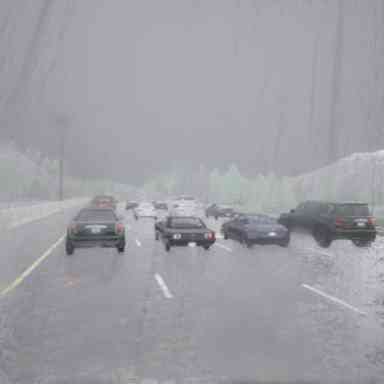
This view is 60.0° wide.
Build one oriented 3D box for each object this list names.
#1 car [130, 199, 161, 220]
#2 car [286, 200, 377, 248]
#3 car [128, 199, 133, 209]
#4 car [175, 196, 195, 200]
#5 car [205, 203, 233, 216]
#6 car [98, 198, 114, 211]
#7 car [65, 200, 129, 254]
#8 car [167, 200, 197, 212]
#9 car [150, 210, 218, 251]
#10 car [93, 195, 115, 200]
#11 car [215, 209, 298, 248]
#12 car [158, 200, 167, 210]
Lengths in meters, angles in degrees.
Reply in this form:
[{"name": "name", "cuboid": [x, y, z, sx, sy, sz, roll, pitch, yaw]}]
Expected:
[{"name": "car", "cuboid": [-4.183, 1.666, 29.518, 1.812, 1.442, 4.674, 1, 0, -14]}, {"name": "car", "cuboid": [6.305, 1.422, 16.283, 2.150, 2.045, 5.566, 1, 0, -14]}, {"name": "car", "cuboid": [-7.718, 1.711, 43.777, 1.812, 1.442, 4.674, 1, 0, -14]}, {"name": "car", "cuboid": [-0.926, 1.517, 45.490, 2.150, 2.045, 5.566, 1, 0, -14]}, {"name": "car", "cuboid": [2.611, 1.782, 31.200, 1.812, 1.442, 4.674, 1, 0, -14]}, {"name": "car", "cuboid": [-11.114, 1.604, 42.936, 1.882, 1.535, 5.008, 1, 0, -14]}, {"name": "car", "cuboid": [-3.902, 1.386, 13.828, 2.097, 1.767, 4.553, 1, -1, -14]}, {"name": "car", "cuboid": [-0.785, 1.724, 30.353, 1.812, 1.442, 4.674, 1, 0, -14]}, {"name": "car", "cuboid": [-0.516, 1.696, 14.693, 1.895, 1.301, 4.718, 1, 0, -14]}, {"name": "car", "cuboid": [-7.493, 1.297, 28.335, 2.150, 2.045, 5.566, 1, 0, -14]}, {"name": "car", "cuboid": [2.841, 1.716, 15.704, 1.994, 1.385, 4.181, 1, 0, -14]}, {"name": "car", "cuboid": [-4.321, 1.769, 44.618, 1.812, 1.442, 4.674, 1, 0, -14]}]
